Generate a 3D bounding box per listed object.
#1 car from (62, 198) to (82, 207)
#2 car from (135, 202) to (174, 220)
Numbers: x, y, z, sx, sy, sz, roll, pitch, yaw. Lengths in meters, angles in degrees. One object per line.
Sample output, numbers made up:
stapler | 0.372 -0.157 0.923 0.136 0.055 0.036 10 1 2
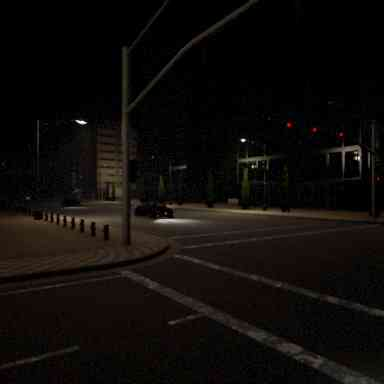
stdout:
car | -18.243 1.540 50.194 2.033 1.411 5.357 0 0 -34
car | -3.265 1.554 28.521 1.994 1.385 4.181 0 0 -35
